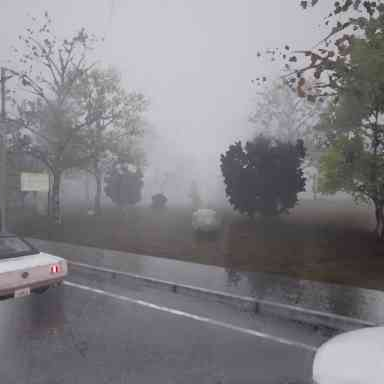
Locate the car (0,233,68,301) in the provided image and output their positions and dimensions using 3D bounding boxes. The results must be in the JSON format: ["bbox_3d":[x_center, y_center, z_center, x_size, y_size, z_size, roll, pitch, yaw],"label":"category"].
[{"bbox_3d":[-4.991,1.601,7.547,4.718,1.301,1.895,0,0,35],"label":"car"}]

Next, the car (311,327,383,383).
[{"bbox_3d":[3.078,1.526,1.812,4.674,1.442,1.812,0,0,35],"label":"car"}]
